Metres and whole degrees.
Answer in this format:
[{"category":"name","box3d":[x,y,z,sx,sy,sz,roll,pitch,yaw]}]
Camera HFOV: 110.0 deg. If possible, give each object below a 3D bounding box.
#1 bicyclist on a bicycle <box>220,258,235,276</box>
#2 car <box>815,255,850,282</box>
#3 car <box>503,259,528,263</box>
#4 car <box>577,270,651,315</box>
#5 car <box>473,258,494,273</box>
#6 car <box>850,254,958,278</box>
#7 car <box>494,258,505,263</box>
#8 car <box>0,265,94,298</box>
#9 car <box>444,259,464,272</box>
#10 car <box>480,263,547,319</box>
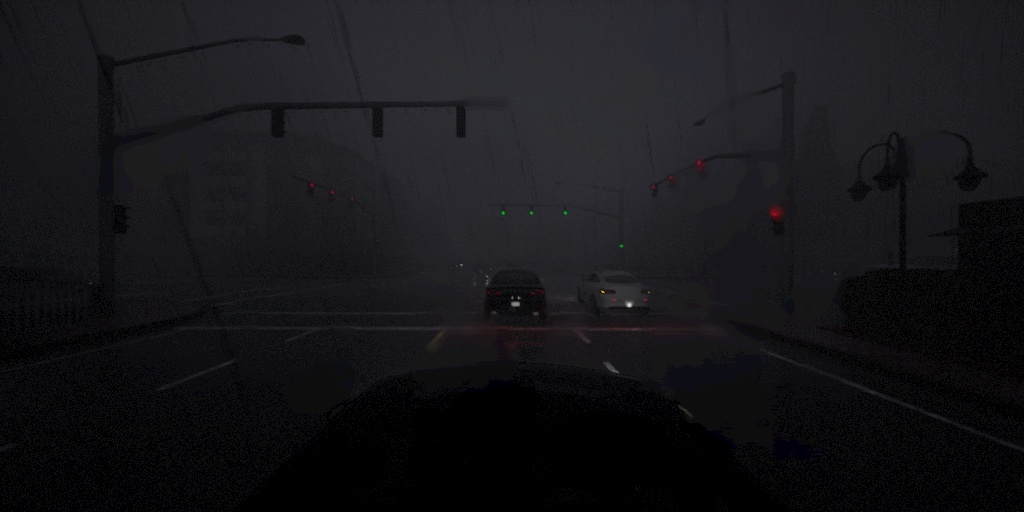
[{"category":"bicyclist on a bicycle","box3d":[-25.138,0.963,31.734,0.582,1.620,1.656,0,0,1]},{"category":"car","box3d":[25.941,0.900,26.676,5.566,2.045,2.150,0,0,1]},{"category":"car","box3d":[0.256,1.253,35.650,1.895,1.301,4.718,0,0,-1]},{"category":"car","box3d":[3.643,1.242,13.339,1.812,1.442,4.674,0,0,1]},{"category":"car","box3d":[-3.525,1.234,42.083,1.895,1.301,4.718,0,0,-1]},{"category":"car","box3d":[25.854,0.910,23.177,5.566,2.045,2.150,0,0,1]},{"category":"car","box3d":[-2.154,1.090,58.851,1.837,1.490,4.892,0,0,14]},{"category":"car","box3d":[-23.068,1.206,17.198,4.892,1.490,1.837,1,0,1]},{"category":"car","box3d":[-6.993,1.134,43.795,1.837,1.490,4.892,0,0,0]},{"category":"car","box3d":[0.132,1.196,12.606,1.882,1.535,5.008,0,0,1]}]
